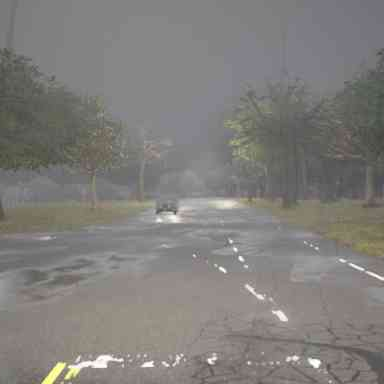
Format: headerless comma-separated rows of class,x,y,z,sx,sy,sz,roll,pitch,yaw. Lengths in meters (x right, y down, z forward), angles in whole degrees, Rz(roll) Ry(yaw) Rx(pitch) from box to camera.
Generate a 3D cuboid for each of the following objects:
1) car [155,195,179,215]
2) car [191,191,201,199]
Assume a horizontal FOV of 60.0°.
car,-2.610,1.334,35.978,2.150,2.045,5.566,-1,1,2
car,1.266,0.871,92.778,2.150,2.045,5.566,-1,0,9
